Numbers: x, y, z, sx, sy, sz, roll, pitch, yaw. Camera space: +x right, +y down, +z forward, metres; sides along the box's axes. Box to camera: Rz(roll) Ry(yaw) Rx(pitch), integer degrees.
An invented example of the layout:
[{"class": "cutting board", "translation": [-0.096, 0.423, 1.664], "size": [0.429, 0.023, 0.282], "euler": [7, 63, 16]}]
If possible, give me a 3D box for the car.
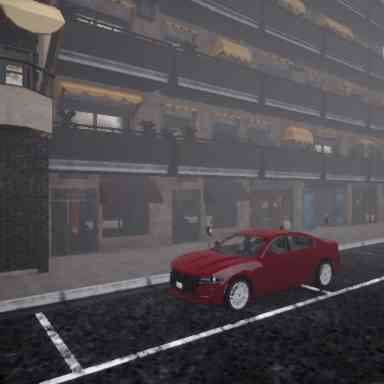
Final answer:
[{"class": "car", "translation": [1.584, 1.542, 7.690], "size": [4.507, 1.381, 1.887], "euler": [0, 0, -36]}]
